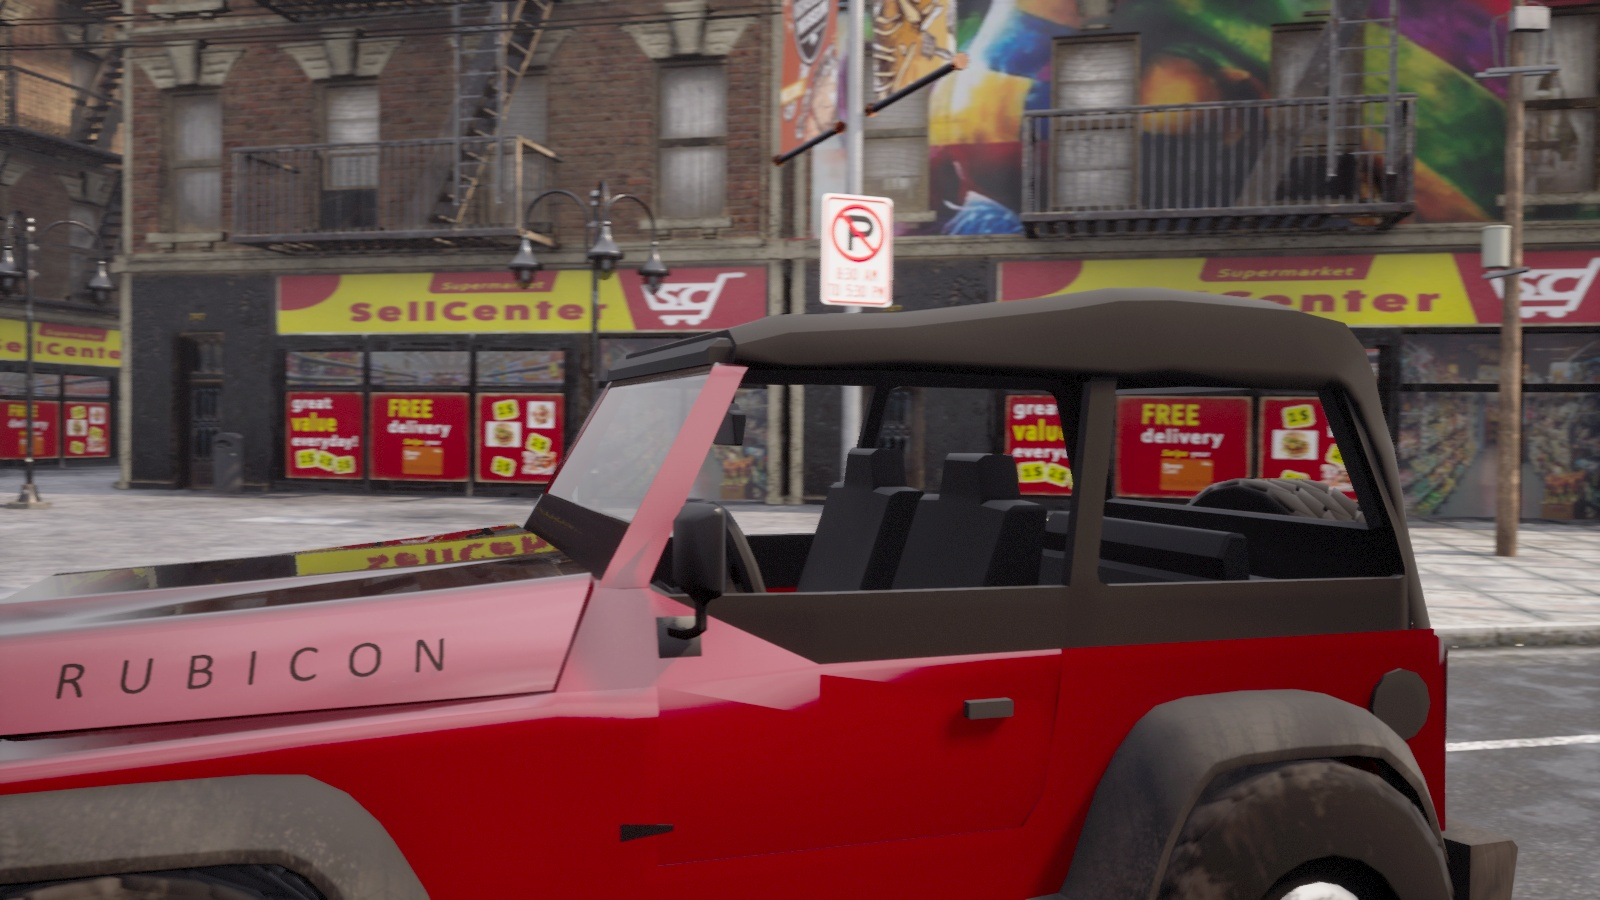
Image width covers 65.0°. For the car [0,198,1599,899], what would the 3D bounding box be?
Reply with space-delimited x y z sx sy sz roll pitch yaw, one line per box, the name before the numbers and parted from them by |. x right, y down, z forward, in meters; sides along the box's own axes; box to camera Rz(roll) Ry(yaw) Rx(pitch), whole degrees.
car | -0.142 0.539 3.207 3.866 1.878 1.905 -1 1 -19
